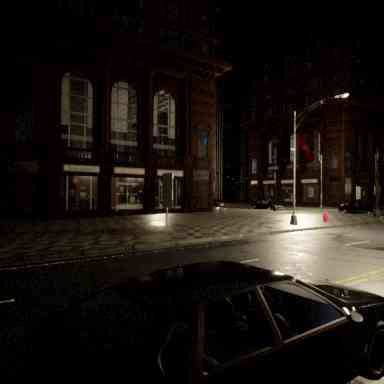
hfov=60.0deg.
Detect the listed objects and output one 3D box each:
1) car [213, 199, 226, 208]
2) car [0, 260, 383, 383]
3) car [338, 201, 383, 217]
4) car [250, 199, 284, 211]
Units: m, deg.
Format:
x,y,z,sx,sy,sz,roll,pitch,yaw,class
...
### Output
x,y,z,sx,sy,sz,roll,pitch,yaw,class
3.416,1.786,53.214,1.812,1.442,4.674,1,-1,-35,car
0.394,1.548,3.723,5.357,1.411,2.033,0,0,-36,car
17.118,1.652,33.332,1.837,1.490,4.892,1,-1,-31,car
9.889,1.716,44.088,1.837,1.490,4.892,1,-1,-35,car
